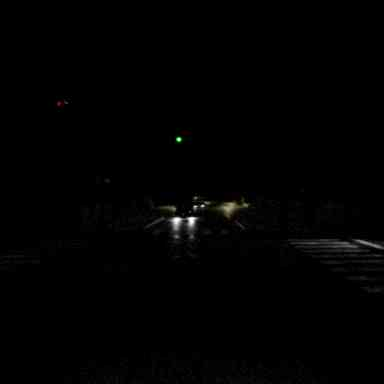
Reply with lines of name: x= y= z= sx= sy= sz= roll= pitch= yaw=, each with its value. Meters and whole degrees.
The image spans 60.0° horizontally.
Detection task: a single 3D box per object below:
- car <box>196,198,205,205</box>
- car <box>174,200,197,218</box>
car: x=1.539 y=2.079 z=70.690 sx=1.812 sy=1.442 sz=4.674 roll=-1 pitch=0 yaw=6
car: x=-0.733 y=1.868 z=34.566 sx=1.812 sy=1.442 sz=4.674 roll=-1 pitch=1 yaw=3
